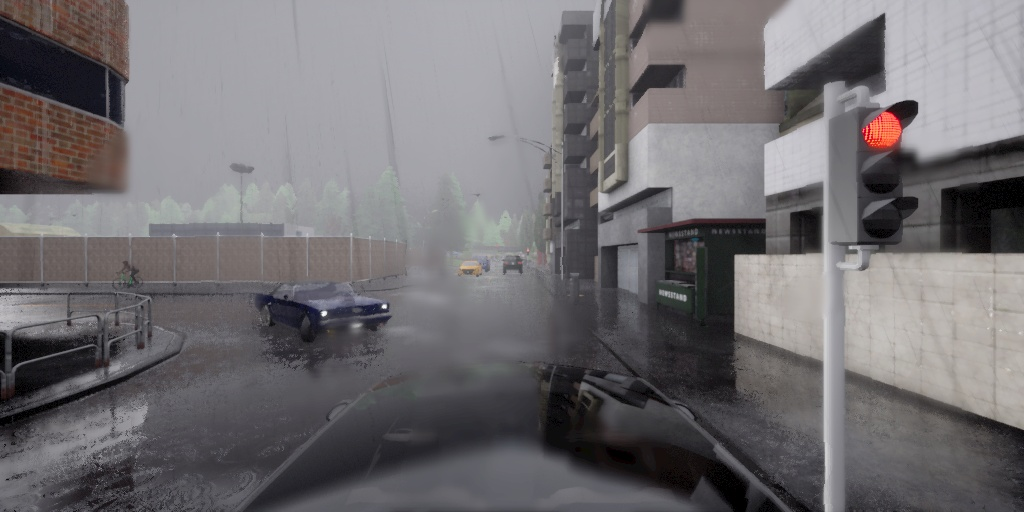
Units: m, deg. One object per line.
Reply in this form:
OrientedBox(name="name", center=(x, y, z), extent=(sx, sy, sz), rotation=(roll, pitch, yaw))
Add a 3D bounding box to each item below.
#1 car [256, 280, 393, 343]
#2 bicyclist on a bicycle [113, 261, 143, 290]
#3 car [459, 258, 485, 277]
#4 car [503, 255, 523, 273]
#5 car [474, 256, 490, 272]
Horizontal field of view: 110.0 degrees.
OrientedBox(name="car", center=(-5.279, 1.351, 9.860), extent=(4.718, 1.301, 1.895), rotation=(0, 0, 41))
OrientedBox(name="bicyclist on a bicycle", center=(-22.177, 1.099, 20.723), extent=(0.582, 1.620, 1.656), rotation=(0, 0, 0))
OrientedBox(name="car", center=(-4.105, 1.228, 35.815), extent=(1.882, 1.535, 5.008), rotation=(0, 0, 0))
OrientedBox(name="car", center=(0.095, 0.966, 42.664), extent=(2.150, 2.045, 5.566), rotation=(0, -1, 0))
OrientedBox(name="car", center=(-4.072, 0.971, 46.517), extent=(2.150, 2.045, 5.566), rotation=(0, 0, 0))
